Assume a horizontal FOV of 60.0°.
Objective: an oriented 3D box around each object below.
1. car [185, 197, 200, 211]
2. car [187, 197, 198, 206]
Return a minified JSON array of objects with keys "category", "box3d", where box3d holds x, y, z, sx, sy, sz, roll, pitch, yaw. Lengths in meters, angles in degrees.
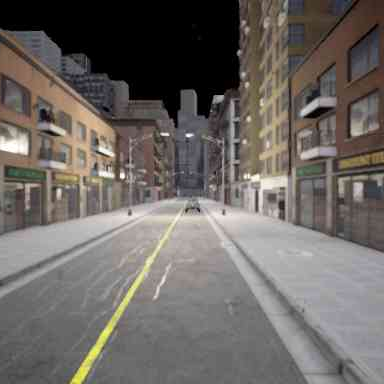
[{"category":"car","box3d":[0.097,1.713,42.595,2.033,1.411,5.357,0,0,0]},{"category":"car","box3d":[0.092,1.745,63.335,2.128,1.511,4.902,0,0,0]}]
